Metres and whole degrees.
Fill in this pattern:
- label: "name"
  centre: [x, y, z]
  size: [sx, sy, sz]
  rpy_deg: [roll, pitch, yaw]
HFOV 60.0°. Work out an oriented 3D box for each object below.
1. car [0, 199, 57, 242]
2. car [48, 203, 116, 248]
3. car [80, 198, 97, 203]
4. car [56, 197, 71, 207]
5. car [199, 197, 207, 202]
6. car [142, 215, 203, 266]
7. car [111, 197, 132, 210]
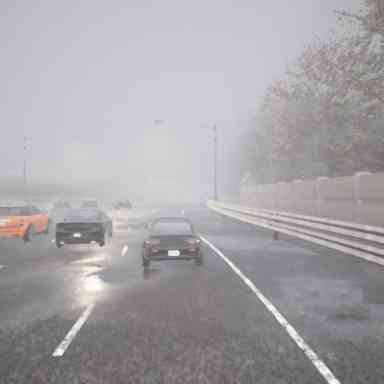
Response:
- label: "car"
  centre: [-8.489, 1.386, 16.430]
  size: [2.097, 1.767, 4.553]
  rpy_deg: [0, 0, -9]
- label: "car"
  centre: [-4.744, 1.497, 15.159]
  size: [1.882, 1.535, 5.008]
  rpy_deg: [0, 0, -8]
- label: "car"
  centre: [-14.813, 1.538, 47.561]
  size: [1.882, 1.535, 5.008]
  rpy_deg: [0, 0, -25]
- label: "car"
  centre: [-18.447, 1.426, 47.009]
  size: [2.097, 1.767, 4.553]
  rpy_deg: [0, 0, -26]
- label: "car"
  centre: [2.949, 2.201, 91.116]
  size: [2.128, 1.511, 4.902]
  rpy_deg: [0, -3, 9]
- label: "car"
  centre: [-0.738, 1.530, 11.500]
  size: [1.812, 1.442, 4.674]
  rpy_deg: [0, 0, -6]
- label: "car"
  centre: [-9.477, 1.393, 44.290]
  size: [2.097, 1.767, 4.553]
  rpy_deg: [0, 0, -23]
